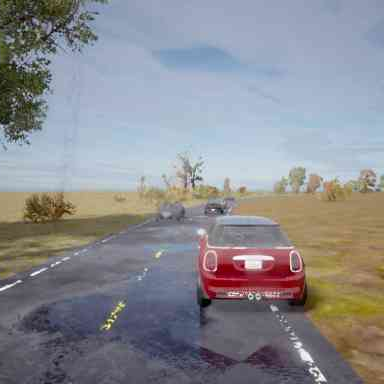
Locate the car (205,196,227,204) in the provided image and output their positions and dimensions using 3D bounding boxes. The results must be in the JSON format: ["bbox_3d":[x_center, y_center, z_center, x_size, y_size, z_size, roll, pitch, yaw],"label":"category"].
[{"bbox_3d":[2.386,1.494,34.813,1.837,1.490,4.892,0,0,8],"label":"car"}]

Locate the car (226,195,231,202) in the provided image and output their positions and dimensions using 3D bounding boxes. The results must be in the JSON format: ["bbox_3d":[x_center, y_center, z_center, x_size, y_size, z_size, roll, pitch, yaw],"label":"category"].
[{"bbox_3d":[3.718,1.527,44.896,2.033,1.411,5.357,0,0,11],"label":"car"}]

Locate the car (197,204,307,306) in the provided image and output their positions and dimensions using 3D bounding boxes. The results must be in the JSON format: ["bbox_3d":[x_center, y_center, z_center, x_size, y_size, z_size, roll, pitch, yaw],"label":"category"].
[{"bbox_3d":[1.197,1.351,8.221,2.097,1.767,4.553,0,0,2],"label":"car"}]

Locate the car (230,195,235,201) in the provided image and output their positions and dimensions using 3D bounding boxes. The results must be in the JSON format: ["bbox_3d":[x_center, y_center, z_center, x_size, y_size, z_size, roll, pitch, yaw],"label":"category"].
[{"bbox_3d":[9.302,1.440,82.134,1.837,1.490,4.892,0,0,17],"label":"car"}]

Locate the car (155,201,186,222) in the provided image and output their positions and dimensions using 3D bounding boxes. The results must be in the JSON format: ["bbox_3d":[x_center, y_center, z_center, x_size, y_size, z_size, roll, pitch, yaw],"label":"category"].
[{"bbox_3d":[-1.610,1.485,26.173,2.128,1.511,4.902,0,0,6],"label":"car"}]
